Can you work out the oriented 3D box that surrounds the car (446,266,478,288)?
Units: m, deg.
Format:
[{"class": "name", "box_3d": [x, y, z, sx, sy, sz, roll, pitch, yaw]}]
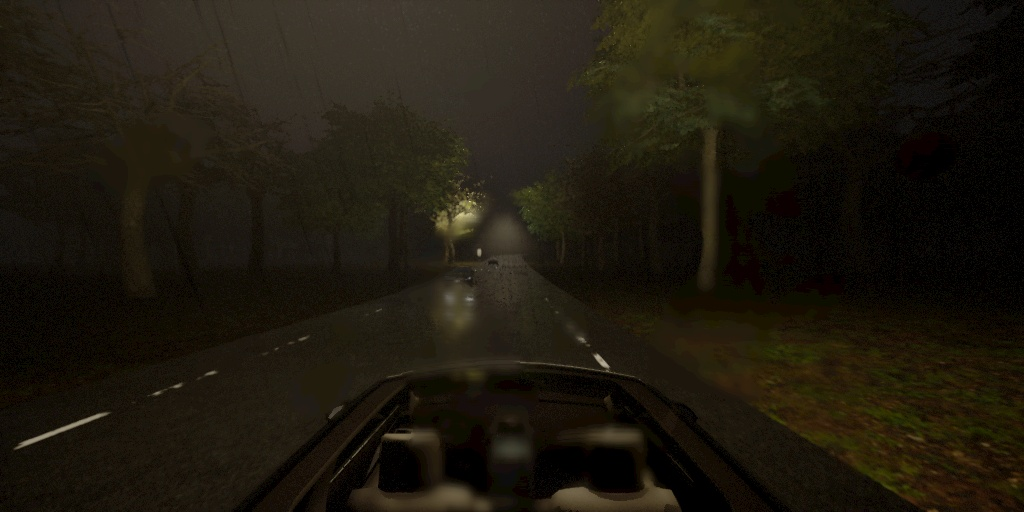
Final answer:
[{"class": "car", "box_3d": [-3.610, 1.496, 26.533, 1.812, 1.442, 4.674, 0, 0, 0]}]
